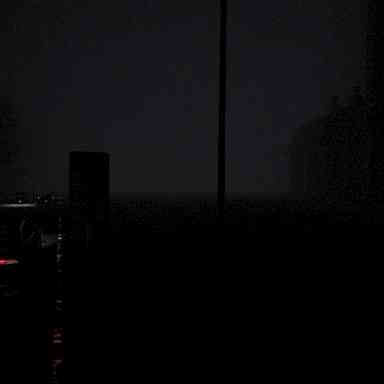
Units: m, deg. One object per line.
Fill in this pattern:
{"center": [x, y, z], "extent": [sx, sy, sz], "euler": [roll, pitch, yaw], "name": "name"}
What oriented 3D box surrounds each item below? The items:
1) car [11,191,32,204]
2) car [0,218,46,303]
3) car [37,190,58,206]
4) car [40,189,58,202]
{"center": [-19.917, 0.598, 39.125], "extent": [2.033, 1.411, 5.357], "euler": [0, 1, -22], "name": "car"}
{"center": [-4.433, 1.329, 7.398], "extent": [2.128, 1.511, 4.902], "euler": [0, 1, -22], "name": "car"}
{"center": [-15.667, 0.689, 35.986], "extent": [1.812, 1.442, 4.674], "euler": [0, 1, -21], "name": "car"}
{"center": [-19.503, 0.419, 45.566], "extent": [2.128, 1.511, 4.902], "euler": [0, 1, -22], "name": "car"}
